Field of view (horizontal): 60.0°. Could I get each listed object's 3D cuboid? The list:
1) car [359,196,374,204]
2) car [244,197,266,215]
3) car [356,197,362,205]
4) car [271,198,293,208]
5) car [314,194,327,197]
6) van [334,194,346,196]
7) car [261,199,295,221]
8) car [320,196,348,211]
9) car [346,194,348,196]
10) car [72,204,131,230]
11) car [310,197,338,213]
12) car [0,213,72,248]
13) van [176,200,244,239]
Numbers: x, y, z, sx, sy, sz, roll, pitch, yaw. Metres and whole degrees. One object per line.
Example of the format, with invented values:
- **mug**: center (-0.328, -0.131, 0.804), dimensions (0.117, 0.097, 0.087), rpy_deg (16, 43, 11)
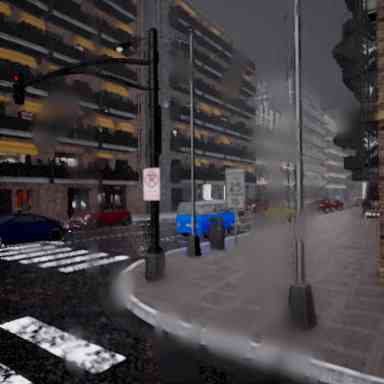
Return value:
- **car**: center (33.331, 1.514, 63.456), dimensions (2.008, 1.369, 4.403), rpy_deg (-1, -1, 35)
- **car**: center (6.538, 1.362, 35.088), dimensions (2.097, 1.767, 4.553), rpy_deg (-1, 0, 35)
- **car**: center (30.085, 1.514, 58.816), dimensions (2.008, 1.369, 4.403), rpy_deg (-1, -1, 35)
- **car**: center (13.493, 1.649, 49.717), dimensions (1.802, 1.307, 4.206), rpy_deg (-1, -1, 35)
- **car**: center (26.474, 1.384, 68.279), dimensions (2.192, 1.841, 5.009), rpy_deg (-1, -1, 35)
- **van**: center (36.211, 1.416, 82.198), dimensions (1.690, 1.788, 3.998), rpy_deg (-1, -1, 35)
- **car**: center (7.464, 1.493, 26.479), dimensions (1.752, 1.417, 4.829), rpy_deg (-1, 0, 35)
- **car**: center (17.102, 1.506, 40.257), dimensions (1.887, 1.381, 4.507), rpy_deg (-1, -1, 35)
- **car**: center (39.454, 1.399, 86.836), dimensions (2.192, 1.841, 5.009), rpy_deg (-1, -1, 35)
- **car**: center (-5.980, 1.529, 21.880), dimensions (1.967, 1.590, 4.097), rpy_deg (-1, 0, 35)
- **car**: center (13.857, 1.507, 35.618), dimensions (1.887, 1.381, 4.507), rpy_deg (-1, -1, 35)
- **car**: center (-7.798, 1.644, 14.583), dimensions (1.994, 1.385, 4.181), rpy_deg (-1, 0, 35)
- **van**: center (0.875, 1.324, 17.062), dimensions (1.690, 1.788, 3.998), rpy_deg (-1, 0, 35)
